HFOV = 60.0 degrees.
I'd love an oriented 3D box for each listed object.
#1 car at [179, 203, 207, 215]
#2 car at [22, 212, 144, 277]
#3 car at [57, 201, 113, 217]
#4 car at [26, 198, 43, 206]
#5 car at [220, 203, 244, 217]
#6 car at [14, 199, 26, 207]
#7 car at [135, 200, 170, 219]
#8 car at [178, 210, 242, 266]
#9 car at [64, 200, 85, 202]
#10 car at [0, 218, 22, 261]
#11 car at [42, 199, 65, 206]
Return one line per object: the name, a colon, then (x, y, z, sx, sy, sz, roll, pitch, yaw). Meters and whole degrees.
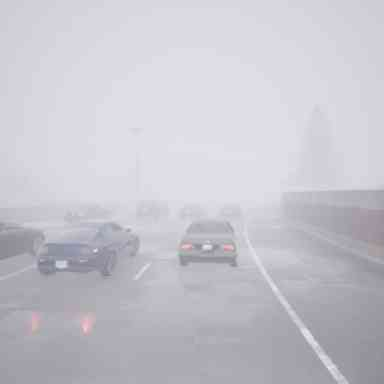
car: (0.162, 1.705, 30.953, 1.994, 1.385, 4.181, 0, 0, 13)
car: (-2.979, 1.573, 10.308, 1.812, 1.442, 4.674, 0, 0, 4)
car: (-8.009, 1.667, 26.160, 2.033, 1.411, 5.357, 0, 0, 10)
car: (-20.779, 1.708, 47.983, 2.128, 1.511, 4.902, 0, 0, 18)
car: (3.682, 1.704, 30.650, 1.994, 1.385, 4.181, 0, 0, 13)
car: (-24.022, 1.729, 49.291, 1.837, 1.490, 4.892, 0, 0, 18)
car: (-3.531, 1.491, 30.488, 2.097, 1.767, 4.553, 0, 0, 12)
car: (0.637, 1.602, 11.811, 2.033, 1.411, 5.357, 0, 0, 5)
car: (-14.475, 1.804, 44.732, 1.895, 1.301, 4.718, 0, 0, 17)
car: (-6.472, 1.541, 10.488, 2.128, 1.511, 4.902, 0, 0, 4)
car: (-17.698, 1.758, 46.246, 2.033, 1.411, 5.357, 0, 0, 17)
